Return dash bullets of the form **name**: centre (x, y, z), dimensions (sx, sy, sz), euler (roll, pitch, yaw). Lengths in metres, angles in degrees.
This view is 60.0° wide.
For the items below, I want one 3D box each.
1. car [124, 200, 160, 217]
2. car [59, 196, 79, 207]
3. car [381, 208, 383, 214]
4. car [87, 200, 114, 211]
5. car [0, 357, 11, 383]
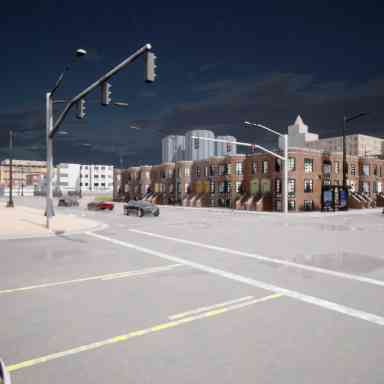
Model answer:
- **car**: centre (-4.815, 1.505, 31.360), dimensions (1.837, 1.490, 4.892), euler (0, 0, -36)
- **car**: centre (-18.798, 1.354, 50.745), dimensions (2.097, 1.767, 4.553), euler (0, 0, -35)
- **car**: centre (19.905, 1.548, 31.194), dimensions (5.357, 1.411, 2.033), euler (0, 0, -35)
- **car**: centre (-10.983, 1.601, 39.899), dimensions (1.895, 1.301, 4.718), euler (0, 0, -36)
- **car**: centre (-3.740, 1.221, 1.100), dimensions (5.566, 2.045, 2.150), euler (0, 0, -35)
